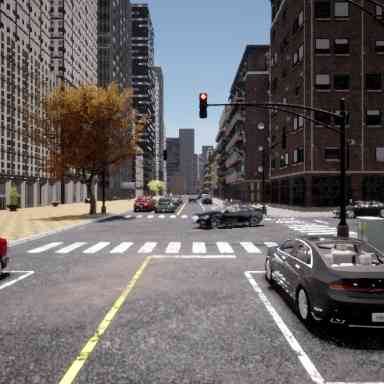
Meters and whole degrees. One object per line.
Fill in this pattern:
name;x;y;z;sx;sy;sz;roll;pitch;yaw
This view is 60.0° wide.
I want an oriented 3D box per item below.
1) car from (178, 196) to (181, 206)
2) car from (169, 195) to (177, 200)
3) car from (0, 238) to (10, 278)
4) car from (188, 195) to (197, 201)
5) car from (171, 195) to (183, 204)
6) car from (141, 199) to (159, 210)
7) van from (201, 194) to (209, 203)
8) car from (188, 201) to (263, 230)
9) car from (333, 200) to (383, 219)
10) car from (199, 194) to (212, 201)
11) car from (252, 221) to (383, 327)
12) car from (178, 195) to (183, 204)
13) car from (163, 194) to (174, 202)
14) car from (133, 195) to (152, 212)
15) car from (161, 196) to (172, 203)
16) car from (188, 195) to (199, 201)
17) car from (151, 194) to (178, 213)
car;-2.988;1.629;45.996;1.895;1.301;4.718;0;0;0
car;-5.464;1.654;94.560;2.008;1.369;4.403;0;0;0
car;-5.675;1.545;6.943;1.887;1.381;4.507;0;0;0
car;0.191;1.462;79.061;2.033;1.411;5.357;0;0;0
car;-2.884;1.402;65.262;2.097;1.767;4.553;0;0;1
car;-5.584;1.592;44.854;1.947;1.339;4.313;0;0;0
van;2.863;1.402;72.448;1.690;1.788;3.998;0;0;0
car;2.293;1.503;21.278;4.902;1.511;2.128;0;-1;-28
car;13.489;1.350;26.302;4.403;1.369;2.008;-1;1;0
car;2.837;1.611;61.402;1.947;1.339;4.313;0;0;0
car;2.705;1.551;6.923;2.008;1.369;4.403;0;0;0
car;-2.957;1.529;55.309;2.128;1.511;4.902;0;0;0
car;-5.504;1.386;77.991;2.192;1.841;5.009;0;0;0
car;-5.598;1.336;39.331;2.192;1.841;5.009;0;0;0
car;-5.517;1.627;72.469;1.947;1.339;4.313;0;0;0
car;0.165;1.546;68.638;2.128;1.511;4.902;0;0;0
car;-2.983;1.371;37.013;2.097;1.767;4.553;0;0;-1
